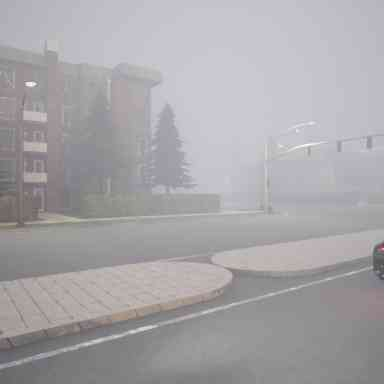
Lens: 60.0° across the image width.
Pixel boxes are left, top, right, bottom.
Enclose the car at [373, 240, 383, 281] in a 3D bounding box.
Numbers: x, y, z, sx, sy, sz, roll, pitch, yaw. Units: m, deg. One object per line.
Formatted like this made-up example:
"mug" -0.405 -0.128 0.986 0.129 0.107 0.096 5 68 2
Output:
"car" 6.526 1.505 8.565 4.892 1.490 1.837 0 0 -36
